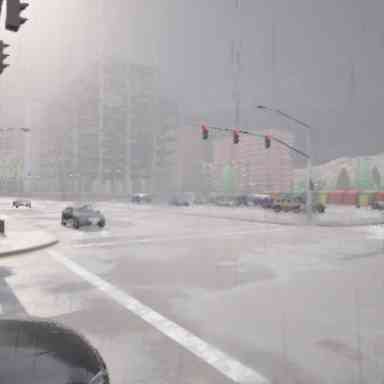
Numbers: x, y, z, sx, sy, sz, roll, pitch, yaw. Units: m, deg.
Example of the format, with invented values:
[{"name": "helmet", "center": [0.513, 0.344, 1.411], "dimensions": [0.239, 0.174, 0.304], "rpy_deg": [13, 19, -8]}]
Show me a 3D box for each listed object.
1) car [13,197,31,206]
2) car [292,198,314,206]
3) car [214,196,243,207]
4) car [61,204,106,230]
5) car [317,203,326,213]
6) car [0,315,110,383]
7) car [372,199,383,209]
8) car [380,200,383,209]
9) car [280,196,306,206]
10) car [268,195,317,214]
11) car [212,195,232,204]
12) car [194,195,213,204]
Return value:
[{"name": "car", "center": [-21.833, 1.428, 42.640], "dimensions": [1.812, 1.442, 4.674], "rpy_deg": [1, 0, -35]}, {"name": "car", "center": [22.214, 2.023, 66.949], "dimensions": [1.784, 1.438, 3.905], "rpy_deg": [1, 0, -35]}, {"name": "car", "center": [6.025, 1.829, 55.561], "dimensions": [1.970, 1.475, 3.806], "rpy_deg": [1, 0, -35]}, {"name": "car", "center": [-7.268, 1.577, 22.031], "dimensions": [2.128, 1.511, 4.902], "rpy_deg": [1, 0, -35]}, {"name": "car", "center": [13.844, 1.553, 39.710], "dimensions": [1.905, 1.878, 3.866], "rpy_deg": [1, 0, -35]}, {"name": "car", "center": [-2.880, 1.477, 1.815], "dimensions": [4.902, 1.511, 2.128], "rpy_deg": [1, 0, -37]}, {"name": "car", "center": [29.886, 1.777, 51.009], "dimensions": [1.905, 1.878, 3.866], "rpy_deg": [1, 0, -35]}, {"name": "car", "center": [32.260, 2.050, 52.661], "dimensions": [1.970, 1.475, 3.806], "rpy_deg": [1, 0, -35]}, {"name": "car", "center": [19.808, 1.780, 65.340], "dimensions": [1.932, 1.855, 4.605], "rpy_deg": [1, 0, -35]}, {"name": "car", "center": [11.443, 1.517, 38.092], "dimensions": [1.932, 1.855, 4.605], "rpy_deg": [1, 0, -35]}, {"name": "car", "center": [6.614, 1.721, 74.482], "dimensions": [1.932, 1.855, 4.605], "rpy_deg": [1, 0, -35]}, {"name": "car", "center": [2.074, 1.899, 71.237], "dimensions": [1.970, 1.475, 3.806], "rpy_deg": [1, 0, -35]}]
